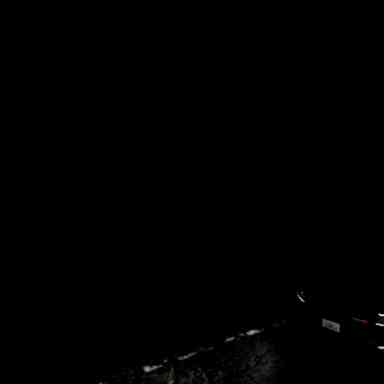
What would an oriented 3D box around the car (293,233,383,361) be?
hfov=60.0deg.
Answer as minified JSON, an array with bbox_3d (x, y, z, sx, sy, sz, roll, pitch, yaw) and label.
[{"bbox_3d":[3.851,1.482,5.817,5.008,1.535,1.882,0,0,-36],"label":"car"}]
